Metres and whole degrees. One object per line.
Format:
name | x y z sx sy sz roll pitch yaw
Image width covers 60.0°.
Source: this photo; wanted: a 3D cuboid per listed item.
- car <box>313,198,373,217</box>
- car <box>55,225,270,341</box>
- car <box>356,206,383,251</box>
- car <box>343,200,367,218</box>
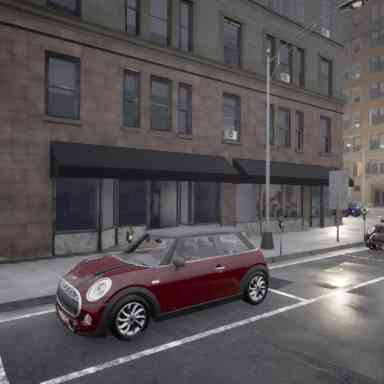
car | 14.420 1.416 32.040 2.128 1.511 4.902 1 0 -36
car | -0.438 1.441 6.456 4.097 1.590 1.967 0 0 -36
car | 8.487 1.445 12.863 4.097 1.590 1.967 0 0 -36
car | 12.293 1.123 29.443 2.150 2.045 5.566 1 0 -36
